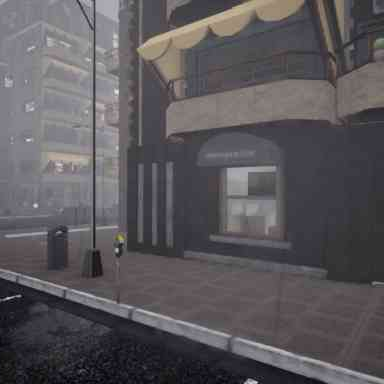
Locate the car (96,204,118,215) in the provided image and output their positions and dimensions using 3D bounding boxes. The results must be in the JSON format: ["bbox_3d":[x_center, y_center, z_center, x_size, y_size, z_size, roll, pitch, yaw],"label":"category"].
[{"bbox_3d":[-9.482,2.063,39.967,1.802,1.307,4.206,-1,-1,35],"label":"car"}]

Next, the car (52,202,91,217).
[{"bbox_3d":[-12.770,1.821,35.347,1.967,1.590,4.097,-1,-1,35],"label":"car"}]
